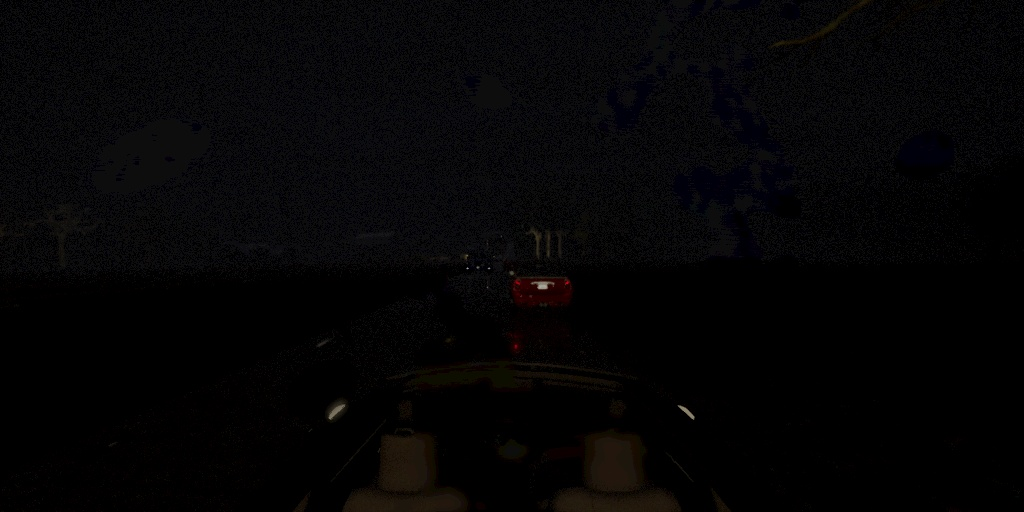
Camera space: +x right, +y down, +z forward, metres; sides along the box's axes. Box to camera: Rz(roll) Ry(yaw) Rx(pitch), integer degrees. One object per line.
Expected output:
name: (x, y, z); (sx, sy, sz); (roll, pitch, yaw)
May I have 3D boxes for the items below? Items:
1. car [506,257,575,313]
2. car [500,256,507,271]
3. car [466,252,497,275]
car: (0.954, 0.945, 13.269); (2.097, 1.767, 4.553); (0, 1, 0)
car: (0.031, 0.810, 38.666); (1.882, 1.535, 5.008); (0, 1, 1)
car: (-2.854, 0.600, 32.930); (2.150, 2.045, 5.566); (0, 0, 0)
